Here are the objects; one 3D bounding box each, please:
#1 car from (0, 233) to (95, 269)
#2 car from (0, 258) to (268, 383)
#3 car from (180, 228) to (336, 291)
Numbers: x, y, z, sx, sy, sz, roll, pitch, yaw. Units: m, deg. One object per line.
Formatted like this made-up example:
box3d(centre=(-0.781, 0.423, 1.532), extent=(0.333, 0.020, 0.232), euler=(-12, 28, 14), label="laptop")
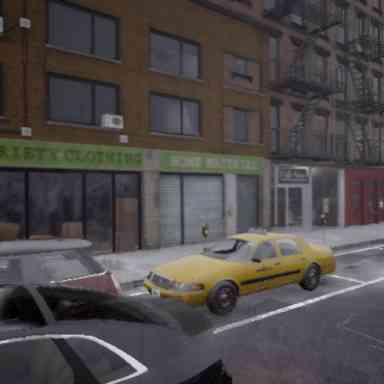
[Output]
box3d(centre=(-3.038, 1.440, 4.375), extent=(4.097, 1.590, 1.967), euler=(0, -1, -36), label="car")
box3d(centre=(-1.941, 1.506, 1.994), extent=(4.892, 1.490, 1.837), euler=(1, 0, -35), label="car")
box3d(centre=(1.297, 1.526, 7.469), extent=(4.829, 1.417, 1.752), euler=(0, -1, -36), label="car")
